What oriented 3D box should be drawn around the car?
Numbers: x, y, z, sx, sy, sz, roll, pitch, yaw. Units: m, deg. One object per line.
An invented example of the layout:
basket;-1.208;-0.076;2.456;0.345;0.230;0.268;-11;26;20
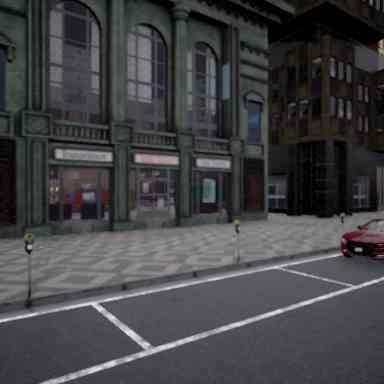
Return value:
car;7.024;1.554;11.657;4.507;1.381;1.887;0;0;-35
